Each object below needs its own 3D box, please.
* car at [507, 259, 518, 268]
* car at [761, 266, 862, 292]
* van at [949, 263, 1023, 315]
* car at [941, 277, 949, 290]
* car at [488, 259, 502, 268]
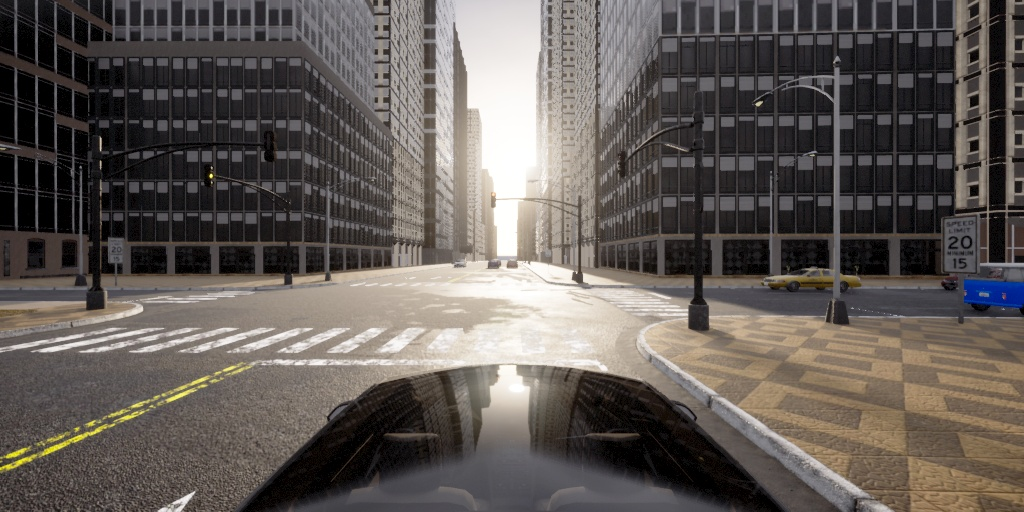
[{"bbox_3d":[0.039,1.425,63.657,1.994,1.385,4.181,0,0,0],"label":"car"},{"bbox_3d":[17.099,1.293,20.646,4.829,1.417,1.751,0,0,2],"label":"car"},{"bbox_3d":[18.365,1.119,12.474,3.998,1.789,1.690,0,0,2],"label":"van"},{"bbox_3d":[26.933,1.356,20.155,4.207,1.307,1.802,0,0,2],"label":"car"},{"bbox_3d":[-3.211,1.336,62.826,1.882,1.535,5.008,0,0,0],"label":"car"}]
